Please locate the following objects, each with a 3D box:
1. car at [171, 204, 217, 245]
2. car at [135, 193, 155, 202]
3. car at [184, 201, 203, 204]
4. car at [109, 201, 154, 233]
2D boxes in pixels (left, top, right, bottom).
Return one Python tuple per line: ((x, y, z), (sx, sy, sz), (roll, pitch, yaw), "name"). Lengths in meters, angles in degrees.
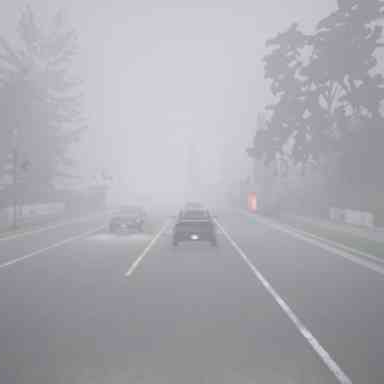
((0.109, 1.500, 15.353), (1.837, 1.490, 4.892), (0, 0, 0), "car")
((-8.840, 1.250, 62.029), (2.150, 2.045, 5.566), (1, -1, -30), "car")
((0.117, 1.552, 32.876), (1.994, 1.385, 4.181), (0, 0, 0), "car")
((-3.589, 1.519, 19.787), (1.812, 1.442, 4.674), (0, 0, 0), "car")
